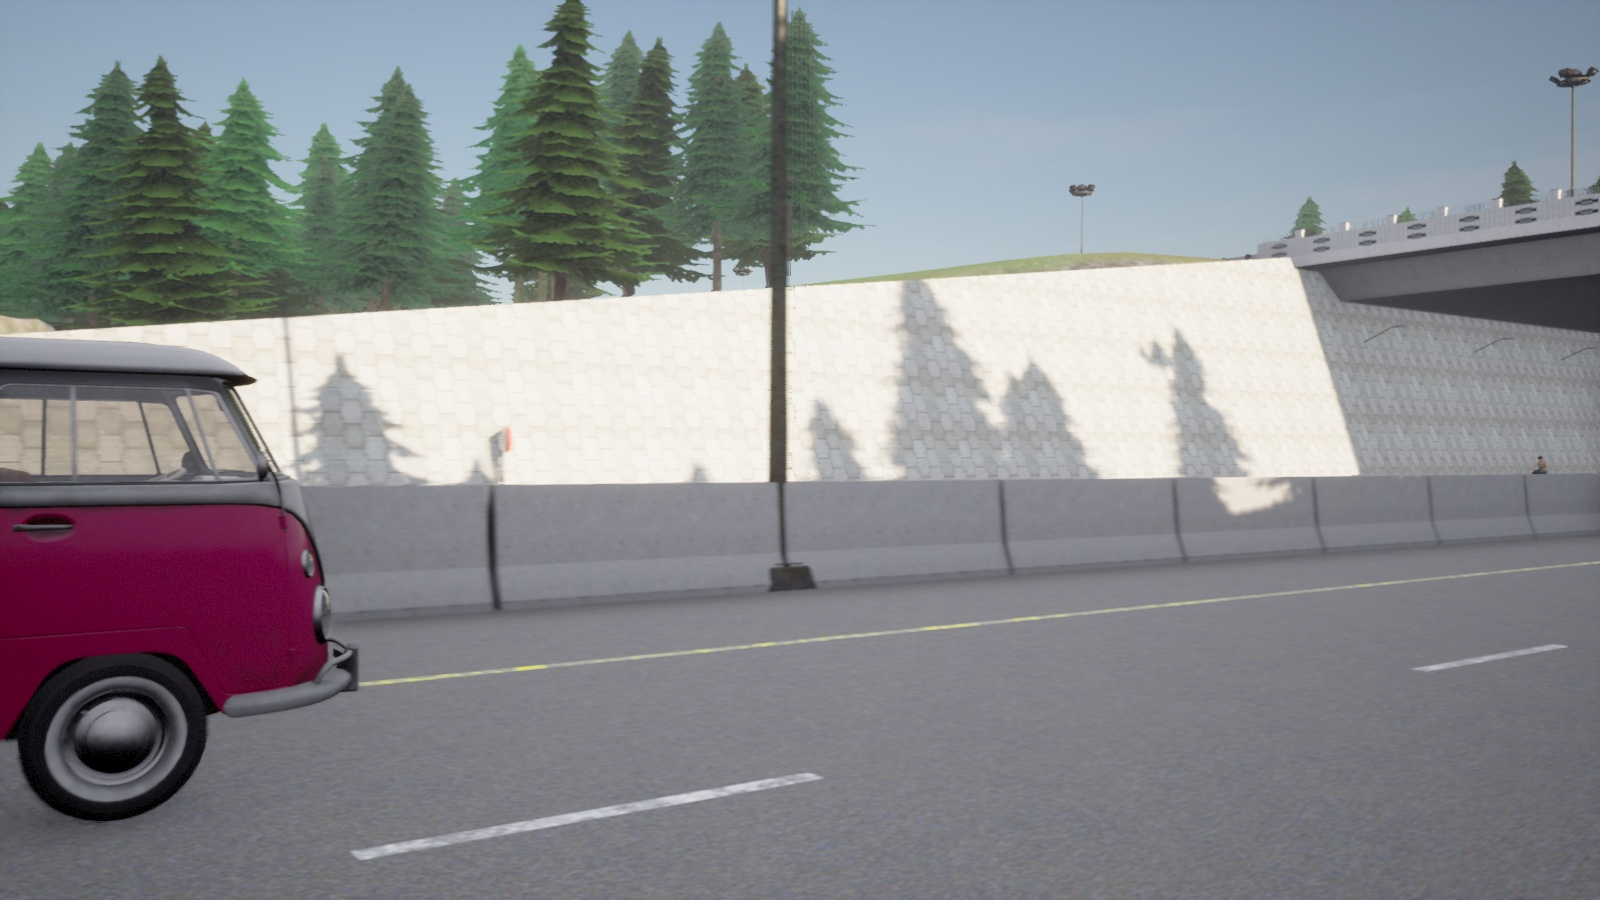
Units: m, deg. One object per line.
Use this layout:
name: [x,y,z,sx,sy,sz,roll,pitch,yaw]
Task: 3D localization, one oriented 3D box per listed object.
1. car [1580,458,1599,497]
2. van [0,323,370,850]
car: [30.952,1.008,46.519,4.181,1.385,1.994,0,0,-35]
van: [-4.227,0.519,4.982,4.442,1.987,1.775,0,0,-35]
